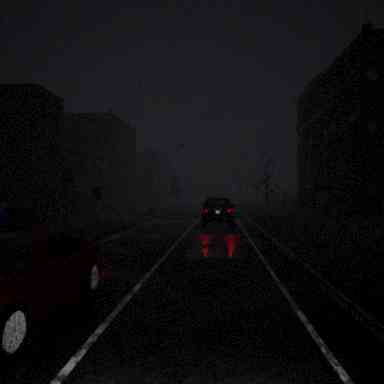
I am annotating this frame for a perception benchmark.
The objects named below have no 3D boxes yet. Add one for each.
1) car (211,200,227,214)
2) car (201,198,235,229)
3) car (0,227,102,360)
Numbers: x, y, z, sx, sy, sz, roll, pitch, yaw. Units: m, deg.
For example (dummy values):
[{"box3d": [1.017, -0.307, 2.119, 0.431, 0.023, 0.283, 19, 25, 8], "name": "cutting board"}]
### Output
[{"box3d": [3.357, 1.842, 41.638, 1.882, 1.535, 5.008, 0, -1, 5], "name": "car"}, {"box3d": [1.846, 1.424, 23.610, 2.150, 2.045, 5.566, 0, -1, 5], "name": "car"}, {"box3d": [-3.257, 1.511, 6.255, 1.882, 1.535, 5.008, 0, 0, 4], "name": "car"}]
